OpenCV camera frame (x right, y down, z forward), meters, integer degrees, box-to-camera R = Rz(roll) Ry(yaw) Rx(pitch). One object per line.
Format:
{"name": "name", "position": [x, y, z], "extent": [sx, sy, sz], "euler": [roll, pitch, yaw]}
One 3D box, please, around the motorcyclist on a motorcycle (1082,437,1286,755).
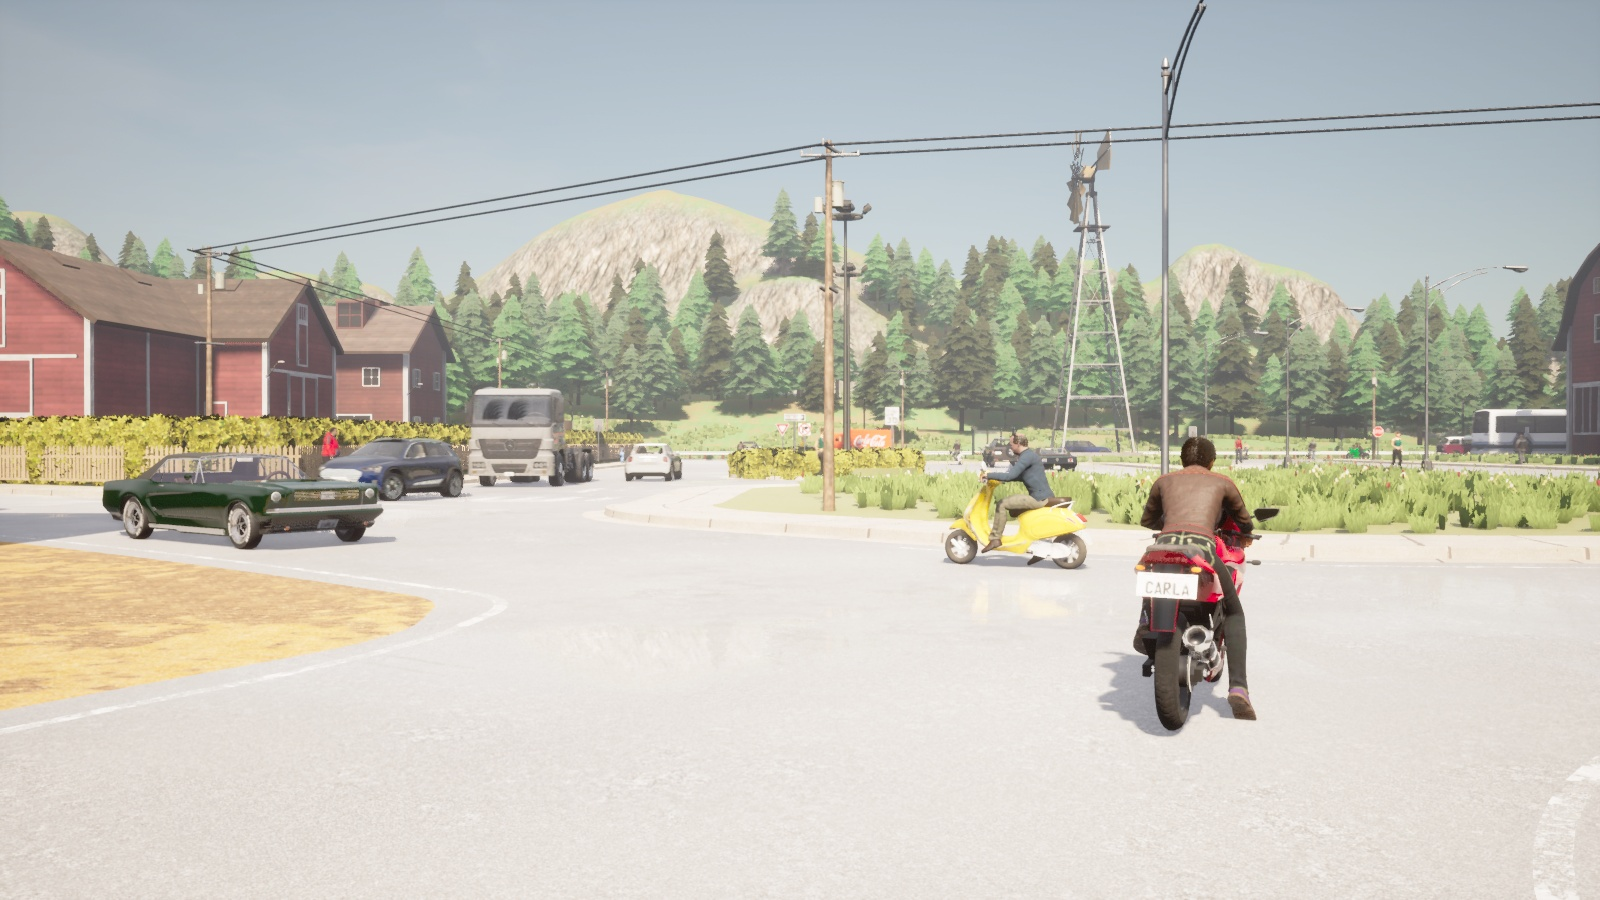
{"name": "motorcyclist on a motorcycle", "position": [2.227, 0.687, 7.090], "extent": [0.797, 1.523, 2.044], "euler": [0, 1, 26]}

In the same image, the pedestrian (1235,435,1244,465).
{"name": "pedestrian", "position": [26.545, -0.005, 75.902], "extent": [0.331, 1.846, 0.636], "euler": [0, 0, 2]}

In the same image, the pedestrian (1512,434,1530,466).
{"name": "pedestrian", "position": [43.022, 0.013, 74.949], "extent": [0.563, 1.883, 0.849], "euler": [0, 0, 1]}

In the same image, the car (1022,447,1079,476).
{"name": "car", "position": [11.856, 0.519, 59.787], "extent": [1.895, 1.301, 4.718], "euler": [0, 0, 2]}

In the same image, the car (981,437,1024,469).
{"name": "car", "position": [12.323, 0.144, 76.584], "extent": [1.932, 1.855, 4.605], "euler": [0, 1, 1]}

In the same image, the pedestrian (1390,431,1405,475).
{"name": "pedestrian", "position": [25.218, 0.123, 52.984], "extent": [0.345, 1.836, 0.594], "euler": [0, 0, -1]}

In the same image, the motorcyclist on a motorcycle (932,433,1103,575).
{"name": "motorcyclist on a motorcycle", "position": [2.569, 0.598, 14.846], "extent": [1.817, 1.590, 0.866], "euler": [0, 1, 27]}

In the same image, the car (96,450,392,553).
{"name": "car", "position": [-8.305, 0.675, 18.587], "extent": [4.718, 1.301, 1.895], "euler": [1, 1, 36]}

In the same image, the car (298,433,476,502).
{"name": "car", "position": [-10.654, 0.461, 32.858], "extent": [2.033, 1.649, 4.856], "euler": [1, -1, 16]}

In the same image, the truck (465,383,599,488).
{"name": "truck", "position": [-9.507, -0.498, 45.552], "extent": [2.891, 3.462, 7.936], "euler": [0, 0, 2]}

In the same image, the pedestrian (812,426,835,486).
{"name": "pedestrian", "position": [0.727, 0.183, 38.854], "extent": [0.594, 1.836, 0.345], "euler": [0, 0, -28]}

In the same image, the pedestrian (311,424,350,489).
{"name": "pedestrian", "position": [-13.529, 0.187, 36.194], "extent": [0.899, 1.844, 0.634], "euler": [0, 0, -3]}

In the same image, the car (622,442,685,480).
{"name": "car", "position": [-5.832, 0.422, 50.499], "extent": [1.970, 1.475, 3.806], "euler": [0, 0, 2]}

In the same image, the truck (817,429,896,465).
{"name": "truck", "position": [3.965, -0.228, 87.966], "extent": [5.204, 2.467, 2.627], "euler": [1, 0, 10]}
